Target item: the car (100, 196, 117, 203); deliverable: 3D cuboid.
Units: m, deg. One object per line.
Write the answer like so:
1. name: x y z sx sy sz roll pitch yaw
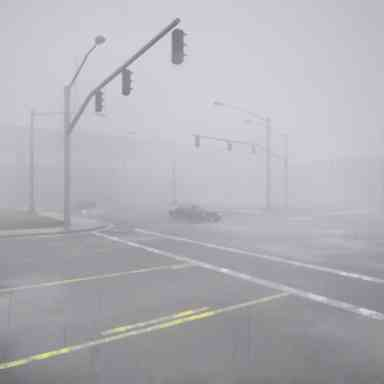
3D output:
1. car: -17.873 1.556 70.297 1.837 1.490 4.892 0 0 21

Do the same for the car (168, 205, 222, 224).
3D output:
1. car: 0.162 1.637 25.293 1.895 1.301 4.718 0 0 -35

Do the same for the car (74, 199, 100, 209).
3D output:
1. car: -14.834 1.636 46.196 1.895 1.301 4.718 0 0 -35
